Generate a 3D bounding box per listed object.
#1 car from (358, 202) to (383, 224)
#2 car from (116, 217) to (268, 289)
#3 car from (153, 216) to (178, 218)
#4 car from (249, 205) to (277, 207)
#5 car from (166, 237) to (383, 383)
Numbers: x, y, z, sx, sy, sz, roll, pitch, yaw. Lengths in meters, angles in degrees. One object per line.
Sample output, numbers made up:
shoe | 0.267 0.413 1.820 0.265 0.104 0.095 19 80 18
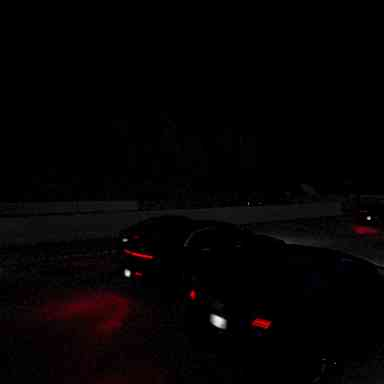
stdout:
car | 13.744 1.503 24.065 4.892 1.490 1.837 0 0 -42
car | 0.543 1.503 8.602 4.892 1.490 1.837 0 0 -37
car | -0.612 1.564 12.125 4.181 1.385 1.994 0 0 -37
car | 8.356 1.491 33.631 4.902 1.511 2.128 0 0 -43
car | 1.937 1.564 5.281 4.181 1.385 1.994 0 0 -36
